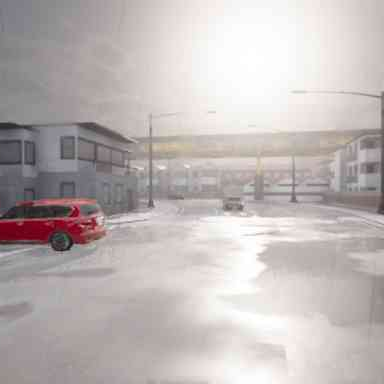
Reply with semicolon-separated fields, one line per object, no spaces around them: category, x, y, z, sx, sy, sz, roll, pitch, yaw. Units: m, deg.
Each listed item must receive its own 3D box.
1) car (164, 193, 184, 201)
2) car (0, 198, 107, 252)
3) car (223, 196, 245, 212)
car;-3.235;0.893;60.119;1.895;1.301;4.718;0;0;-32
car;-6.376;1.346;13.881;5.566;2.045;2.150;0;4;8
car;4.279;1.225;34.569;1.837;1.490;4.892;2;2;1
